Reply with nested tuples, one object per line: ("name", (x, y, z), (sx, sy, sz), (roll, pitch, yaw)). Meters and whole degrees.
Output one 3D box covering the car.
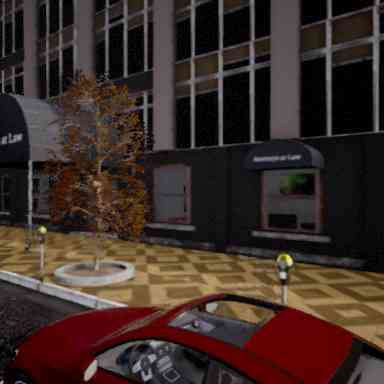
("car", (0.107, 1.579, 2.797), (4.206, 1.307, 1.802), (0, 0, 35))
